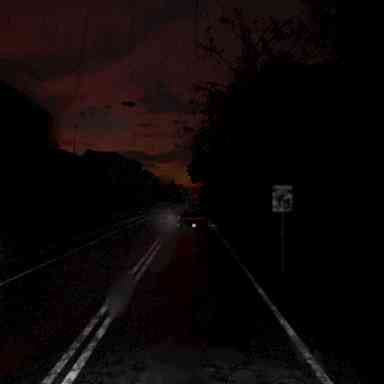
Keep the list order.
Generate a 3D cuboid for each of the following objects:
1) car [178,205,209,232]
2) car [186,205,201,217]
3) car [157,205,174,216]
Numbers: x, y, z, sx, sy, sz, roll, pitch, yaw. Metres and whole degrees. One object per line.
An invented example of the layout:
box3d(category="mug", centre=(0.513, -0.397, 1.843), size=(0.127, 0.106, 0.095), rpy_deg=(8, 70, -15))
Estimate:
box3d(category="car", centre=(0.127, 1.847, 22.930), size=(1.837, 1.490, 4.892), rpy_deg=(0, -1, 0))
box3d(category="car", centre=(0.185, 2.343, 41.868), size=(1.895, 1.301, 4.718), rpy_deg=(0, -1, 0))
box3d(category="car", centre=(-3.259, 2.341, 41.758), size=(1.895, 1.301, 4.718), rpy_deg=(0, -1, 0))
